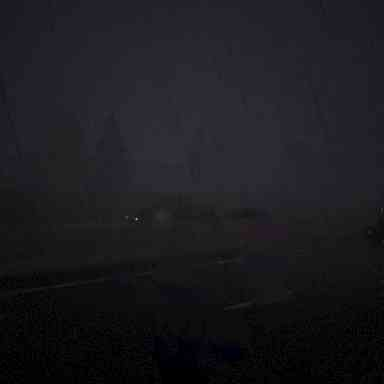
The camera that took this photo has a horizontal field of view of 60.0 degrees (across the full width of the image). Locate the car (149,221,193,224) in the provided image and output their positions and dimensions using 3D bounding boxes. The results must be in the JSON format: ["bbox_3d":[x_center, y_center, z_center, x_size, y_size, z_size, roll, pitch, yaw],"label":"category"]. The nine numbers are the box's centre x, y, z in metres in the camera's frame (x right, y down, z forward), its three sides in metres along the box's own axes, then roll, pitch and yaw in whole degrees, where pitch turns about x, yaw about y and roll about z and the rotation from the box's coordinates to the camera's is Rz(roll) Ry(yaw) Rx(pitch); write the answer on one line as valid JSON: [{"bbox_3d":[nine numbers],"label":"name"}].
[{"bbox_3d":[-0.624,1.479,20.761,4.553,1.767,2.097,1,0,-36],"label":"car"}]

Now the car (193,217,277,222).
[{"bbox_3d":[2.807,1.623,18.910,5.008,1.535,1.882,1,0,-36],"label":"car"}]

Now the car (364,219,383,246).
[{"bbox_3d":[9.890,1.783,15.120,4.718,1.301,1.895,1,0,-36],"label":"car"}]
